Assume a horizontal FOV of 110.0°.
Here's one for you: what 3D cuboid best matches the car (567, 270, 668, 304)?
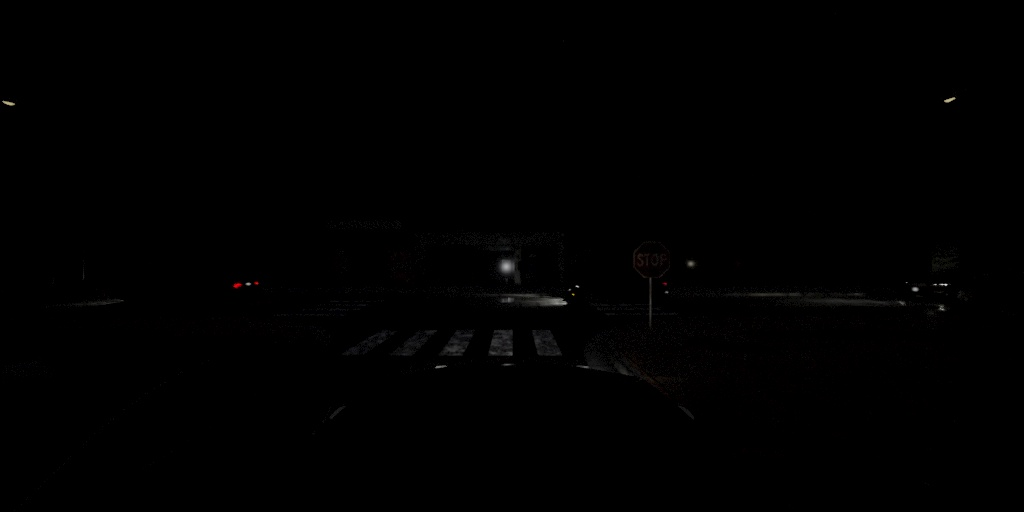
[{"bbox_3d":[4.533,1.293,15.688,4.181,1.385,1.994,0,0,0],"label":"car"}]

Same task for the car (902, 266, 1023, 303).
[{"bbox_3d":[20.072,1.191,15.652,4.902,1.511,2.128,0,0,0],"label":"car"}]

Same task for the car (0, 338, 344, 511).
[{"bbox_3d":[-2.638,1.316,2.156,1.948,1.339,4.313,0,0,0],"label":"car"}]

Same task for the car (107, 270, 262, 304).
[{"bbox_3d":[-14.361,1.322,15.989,5.357,1.411,2.033,0,0,-4],"label":"car"}]
